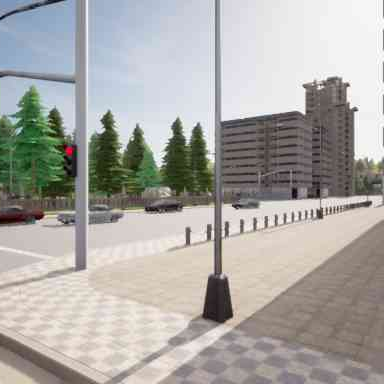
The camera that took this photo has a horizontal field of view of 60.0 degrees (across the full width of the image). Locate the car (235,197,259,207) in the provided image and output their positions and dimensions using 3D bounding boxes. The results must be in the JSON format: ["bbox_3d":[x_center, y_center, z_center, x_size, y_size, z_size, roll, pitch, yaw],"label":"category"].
[{"bbox_3d":[8.598,1.580,51.712,1.994,1.385,4.181,0,0,36],"label":"car"}]

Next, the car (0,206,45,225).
[{"bbox_3d":[-12.588,1.600,22.276,1.895,1.301,4.718,0,0,37],"label":"car"}]

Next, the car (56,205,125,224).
[{"bbox_3d":[-7.162,1.601,23.773,1.895,1.301,4.718,0,0,36],"label":"car"}]

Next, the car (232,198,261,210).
[{"bbox_3d":[7.266,1.547,43.925,2.033,1.411,5.357,0,0,36],"label":"car"}]

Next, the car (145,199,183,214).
[{"bbox_3d":[-2.958,1.477,35.684,1.882,1.535,5.008,0,0,36],"label":"car"}]
